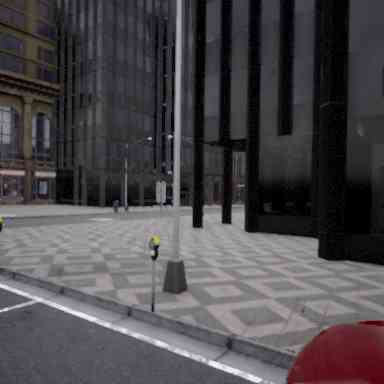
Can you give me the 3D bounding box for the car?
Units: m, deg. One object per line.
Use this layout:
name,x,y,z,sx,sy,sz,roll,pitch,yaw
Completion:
car,2.713,1.340,1.025,5.009,1.841,2.192,1,1,35
